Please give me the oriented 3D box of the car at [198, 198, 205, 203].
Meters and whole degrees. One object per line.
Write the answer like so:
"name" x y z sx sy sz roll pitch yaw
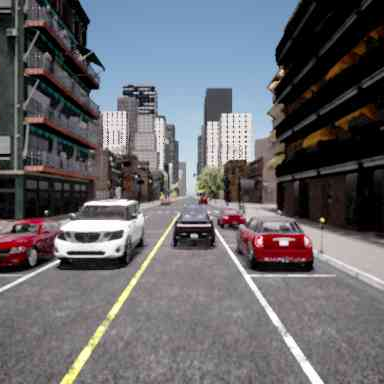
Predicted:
"car" 2.637 2.407 94.313 1.947 1.339 4.313 0 -1 0

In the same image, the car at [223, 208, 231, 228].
"car" 2.680 1.767 22.987 1.802 1.307 4.206 0 0 0

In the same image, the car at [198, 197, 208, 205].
"car" 2.647 1.994 77.739 2.192 1.841 5.009 0 -1 0

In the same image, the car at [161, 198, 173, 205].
"car" -5.818 2.170 72.211 1.887 1.381 4.507 0 -1 0

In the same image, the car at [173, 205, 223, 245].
"car" 0.090 1.619 16.139 2.128 1.511 4.902 0 -1 0

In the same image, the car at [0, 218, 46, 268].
"car" -5.694 1.636 11.653 1.887 1.381 4.507 0 0 0

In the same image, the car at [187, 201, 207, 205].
"car" 0.082 1.819 31.134 1.994 1.385 4.181 0 -1 0

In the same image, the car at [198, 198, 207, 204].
"car" 2.644 2.298 83.263 1.947 1.339 4.313 0 -1 0

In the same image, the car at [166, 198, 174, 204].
"car" -5.739 2.310 88.613 1.752 1.417 4.829 0 -1 0

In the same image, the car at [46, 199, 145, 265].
"car" -3.107 1.320 12.475 2.150 2.045 5.566 0 0 0

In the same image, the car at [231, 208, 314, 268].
"car" 2.686 1.532 11.658 1.967 1.590 4.097 0 0 0
